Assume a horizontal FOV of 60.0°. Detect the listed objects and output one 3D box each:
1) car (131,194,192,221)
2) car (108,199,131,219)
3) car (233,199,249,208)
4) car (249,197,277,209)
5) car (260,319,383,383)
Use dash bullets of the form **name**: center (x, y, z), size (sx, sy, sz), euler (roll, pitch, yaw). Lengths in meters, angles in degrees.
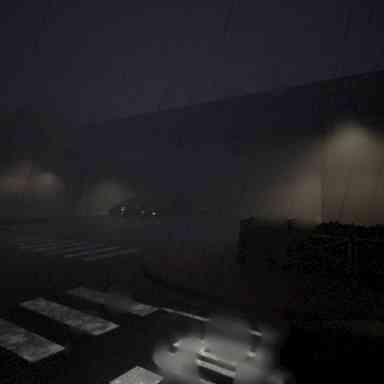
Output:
- **car**: center (-2.225, 1.238, 28.257), size (2.150, 2.045, 5.566), euler (0, 0, 36)
- **car**: center (-5.312, 1.372, 29.958), size (2.097, 1.767, 4.553), euler (0, 0, 36)
- **car**: center (7.825, 1.621, 48.248), size (1.895, 1.301, 4.718), euler (0, 0, 36)
- **car**: center (10.026, 1.523, 45.320), size (1.837, 1.490, 4.892), euler (0, -1, 36)
- **car**: center (2.721, 1.525, 2.050), size (4.674, 1.442, 1.812), euler (0, 0, 36)
